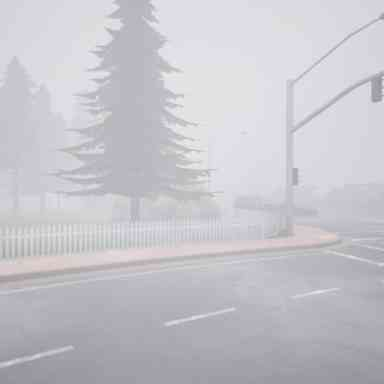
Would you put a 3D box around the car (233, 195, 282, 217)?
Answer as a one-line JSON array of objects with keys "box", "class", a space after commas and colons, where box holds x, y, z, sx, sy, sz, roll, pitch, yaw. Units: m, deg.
[{"box": [6.000, 1.311, 32.543, 2.150, 2.045, 5.566, 0, 0, -19], "class": "car"}]

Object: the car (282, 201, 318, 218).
[{"box": [9.899, 1.583, 31.946, 1.882, 1.535, 5.008, 0, 0, -19], "class": "car"}]
